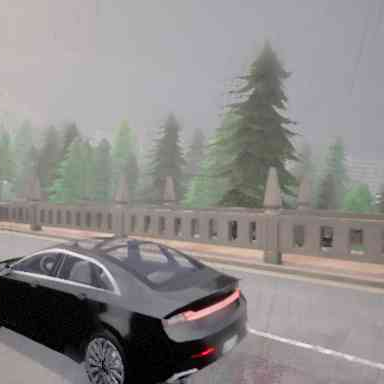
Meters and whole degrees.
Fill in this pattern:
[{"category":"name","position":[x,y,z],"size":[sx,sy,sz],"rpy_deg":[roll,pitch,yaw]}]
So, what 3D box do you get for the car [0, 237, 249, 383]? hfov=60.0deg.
[{"category":"car","position":[-1.551,1.459,5.097],"size":[4.902,1.511,2.128],"rpy_deg":[0,0,35]}]
